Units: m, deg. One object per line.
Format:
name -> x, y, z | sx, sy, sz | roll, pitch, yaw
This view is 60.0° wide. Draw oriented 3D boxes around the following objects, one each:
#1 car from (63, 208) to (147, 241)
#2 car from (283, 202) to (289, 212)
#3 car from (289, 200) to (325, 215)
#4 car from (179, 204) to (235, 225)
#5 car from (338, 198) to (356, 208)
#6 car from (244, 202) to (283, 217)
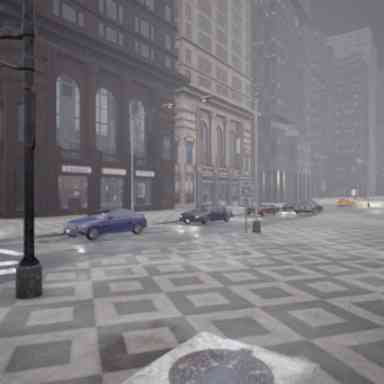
car -> -4.338, 1.561, 17.296 | 1.812, 1.442, 4.674 | 0, 0, 37
car -> 12.868, 1.668, 41.192 | 2.033, 1.411, 5.357 | 0, 0, 36
car -> 12.460, 1.650, 35.215 | 2.033, 1.411, 5.357 | 0, 0, 36
car -> 1.262, 1.612, 25.105 | 2.033, 1.411, 5.357 | 0, 0, 36
car -> 23.820, 1.631, 51.058 | 1.882, 1.535, 5.008 | 0, -1, 36
car -> 6.963, 1.694, 33.037 | 1.895, 1.301, 4.718 | 0, 0, 36
